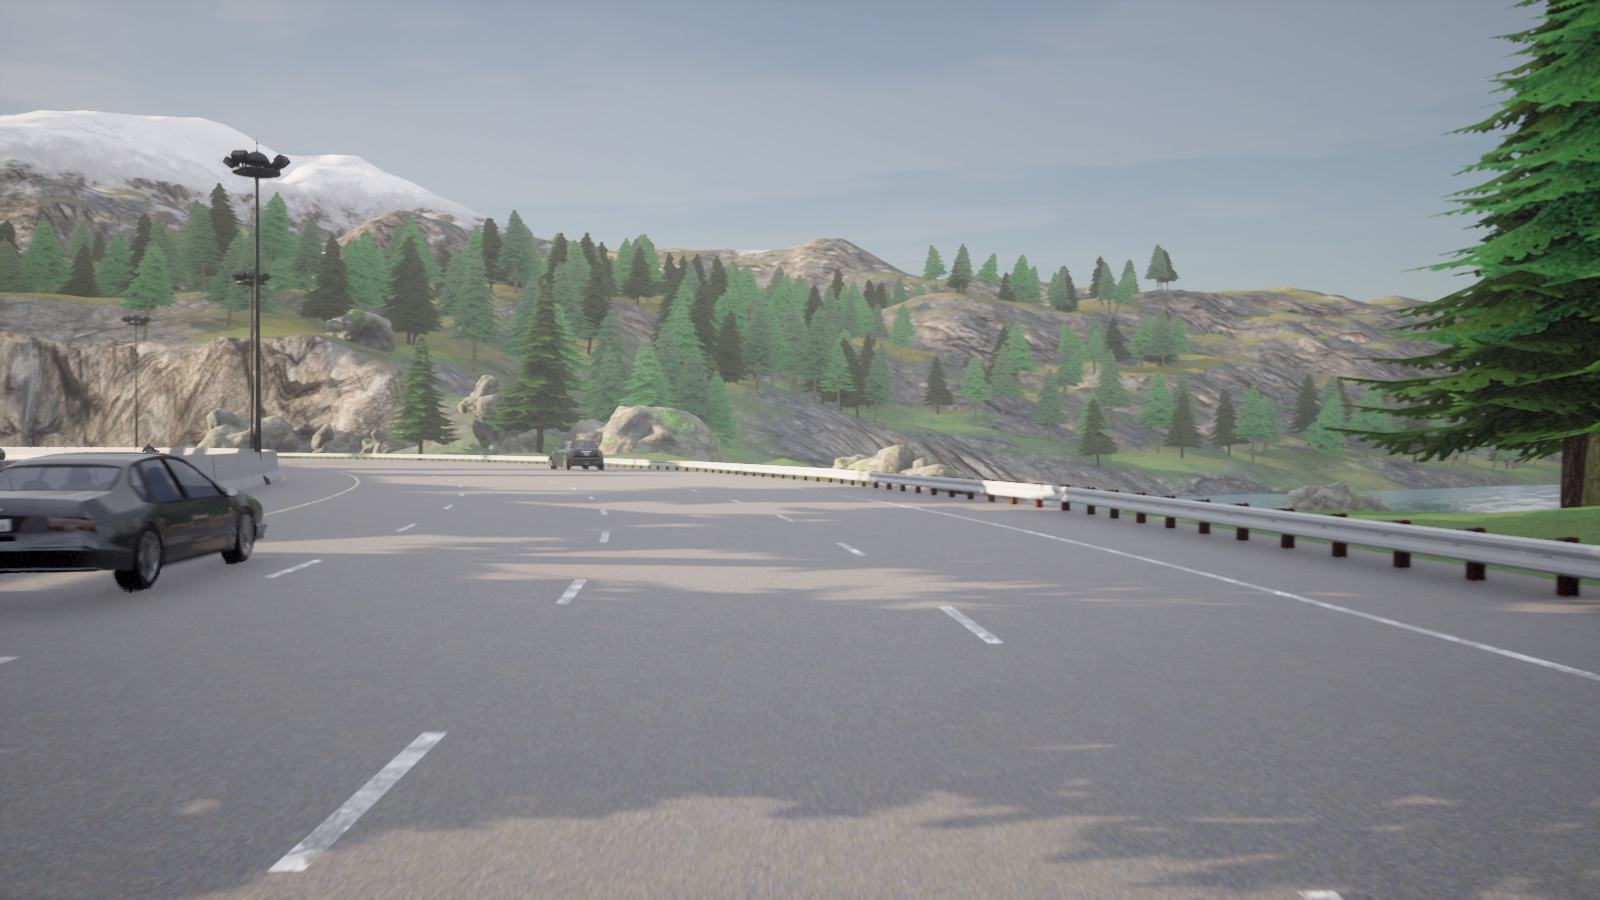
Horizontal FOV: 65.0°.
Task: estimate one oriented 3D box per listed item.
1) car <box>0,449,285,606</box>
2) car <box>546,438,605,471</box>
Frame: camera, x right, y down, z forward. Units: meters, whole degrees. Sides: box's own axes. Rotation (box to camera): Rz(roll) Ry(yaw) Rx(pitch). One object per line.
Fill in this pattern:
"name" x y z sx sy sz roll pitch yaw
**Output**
"car" -7.681 0.711 14.191 2.033 1.411 5.357 0 0 -6
"car" -12.420 0.209 69.336 2.097 1.767 4.553 0 0 -25
